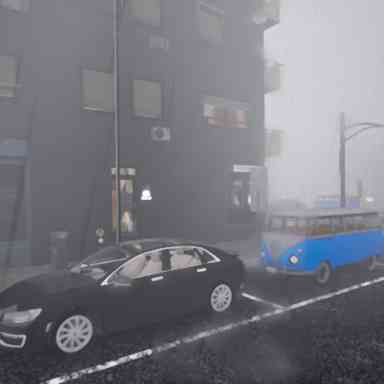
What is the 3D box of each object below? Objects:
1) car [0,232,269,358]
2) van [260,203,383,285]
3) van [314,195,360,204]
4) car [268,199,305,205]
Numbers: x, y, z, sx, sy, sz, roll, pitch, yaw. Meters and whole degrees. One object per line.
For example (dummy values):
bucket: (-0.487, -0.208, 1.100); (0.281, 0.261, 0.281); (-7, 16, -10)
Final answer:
car: (-0.960, 1.549, 5.883); (4.403, 1.369, 2.008); (0, -1, -35)
van: (3.602, 1.335, 9.133); (3.998, 1.788, 1.690); (0, -1, -35)
van: (12.849, 1.186, 29.763); (1.690, 1.788, 3.998); (-1, 1, -35)
car: (9.675, 1.385, 34.284); (1.947, 1.339, 4.313); (-1, 1, -35)
